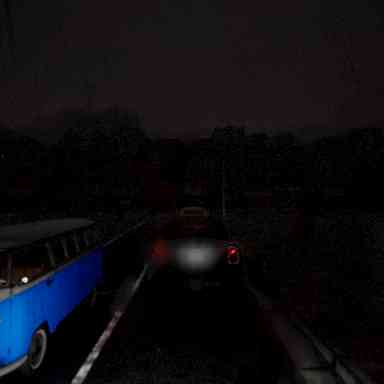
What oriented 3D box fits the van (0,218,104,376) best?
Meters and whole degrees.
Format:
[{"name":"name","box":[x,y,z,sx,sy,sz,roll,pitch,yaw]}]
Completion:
[{"name":"van","box":[-2.652,1.386,5.297,1.690,1.788,3.998,-1,0,0]}]

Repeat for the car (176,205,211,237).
[{"name":"car","box":[0.073,1.651,20.317,1.882,1.535,5.008,0,0,0]}]

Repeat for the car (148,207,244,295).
[{"name":"car","box":[0.090,1.428,9.123,2.097,1.767,4.553,0,-1,0]}]
